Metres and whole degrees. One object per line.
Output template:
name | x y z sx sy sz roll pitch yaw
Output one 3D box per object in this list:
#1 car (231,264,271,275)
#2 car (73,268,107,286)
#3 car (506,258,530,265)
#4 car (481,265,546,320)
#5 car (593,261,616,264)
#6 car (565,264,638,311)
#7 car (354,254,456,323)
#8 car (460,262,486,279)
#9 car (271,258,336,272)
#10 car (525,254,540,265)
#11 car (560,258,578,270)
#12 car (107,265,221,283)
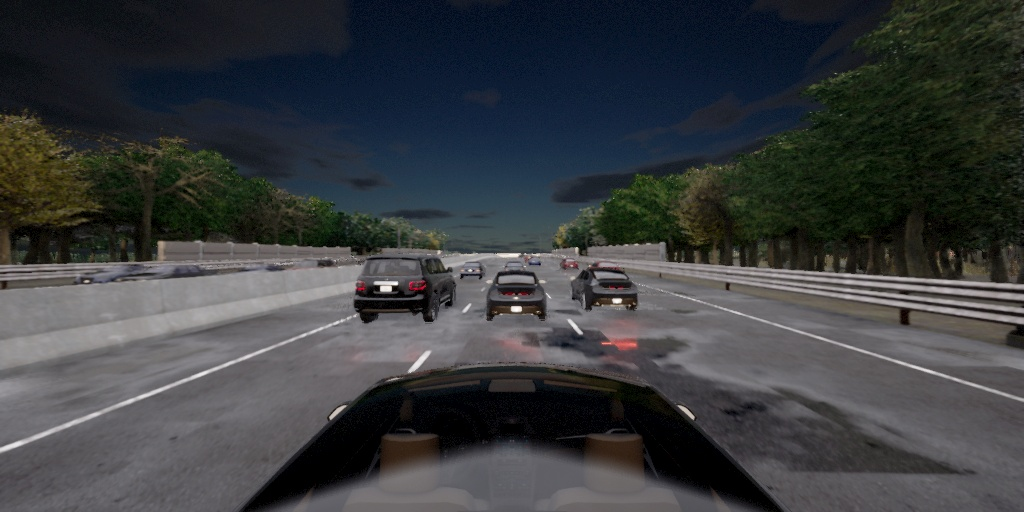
car | -17.520 1.240 25.129 1.994 1.385 4.181 0 0 0
car | -24.392 1.256 22.526 1.994 1.385 4.181 0 0 -1
car | 0.199 1.175 31.213 2.033 1.411 5.357 0 1 0
car | 0.134 1.246 12.561 1.837 1.490 4.892 0 0 0
car | 7.104 1.137 27.835 1.882 1.535 5.008 0 1 1
car | 3.539 1.242 14.450 1.837 1.490 4.892 0 0 0
car | -3.368 0.963 12.290 2.150 2.045 5.566 0 0 0
car | -3.303 1.178 30.811 2.033 1.411 5.357 0 1 0
car | -14.020 1.030 24.951 2.097 1.767 4.553 0 0 0
car | 3.706 0.845 60.870 1.994 1.385 4.181 0 1 0
car | 7.240 1.000 45.600 1.812 1.442 4.674 0 1 0
car | -21.033 1.241 22.345 2.033 1.411 5.357 0 0 0
